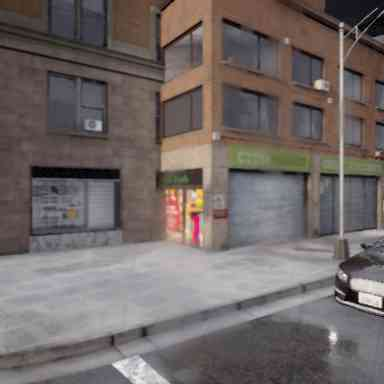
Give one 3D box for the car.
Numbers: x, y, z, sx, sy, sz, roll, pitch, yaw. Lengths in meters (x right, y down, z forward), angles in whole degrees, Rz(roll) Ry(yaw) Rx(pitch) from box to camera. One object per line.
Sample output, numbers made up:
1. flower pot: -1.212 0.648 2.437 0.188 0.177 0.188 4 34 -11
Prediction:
1. car: 4.876 1.489 6.853 4.902 1.511 2.128 0 0 -36
